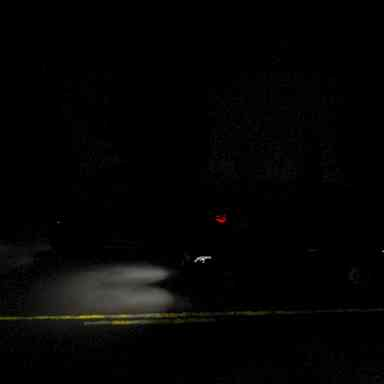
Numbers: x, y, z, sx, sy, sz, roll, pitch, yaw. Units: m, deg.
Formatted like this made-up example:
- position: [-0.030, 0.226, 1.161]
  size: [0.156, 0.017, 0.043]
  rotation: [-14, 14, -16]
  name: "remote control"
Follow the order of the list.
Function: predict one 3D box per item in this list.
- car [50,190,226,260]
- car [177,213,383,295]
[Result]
- position: [-1.590, 0.950, 10.866]
  size: [5.566, 2.045, 2.150]
  rotation: [0, 1, -5]
  name: "car"
- position: [2.135, 1.366, 7.741]
  size: [4.674, 1.442, 1.812]
  rotation: [1, 1, -7]
  name: "car"
